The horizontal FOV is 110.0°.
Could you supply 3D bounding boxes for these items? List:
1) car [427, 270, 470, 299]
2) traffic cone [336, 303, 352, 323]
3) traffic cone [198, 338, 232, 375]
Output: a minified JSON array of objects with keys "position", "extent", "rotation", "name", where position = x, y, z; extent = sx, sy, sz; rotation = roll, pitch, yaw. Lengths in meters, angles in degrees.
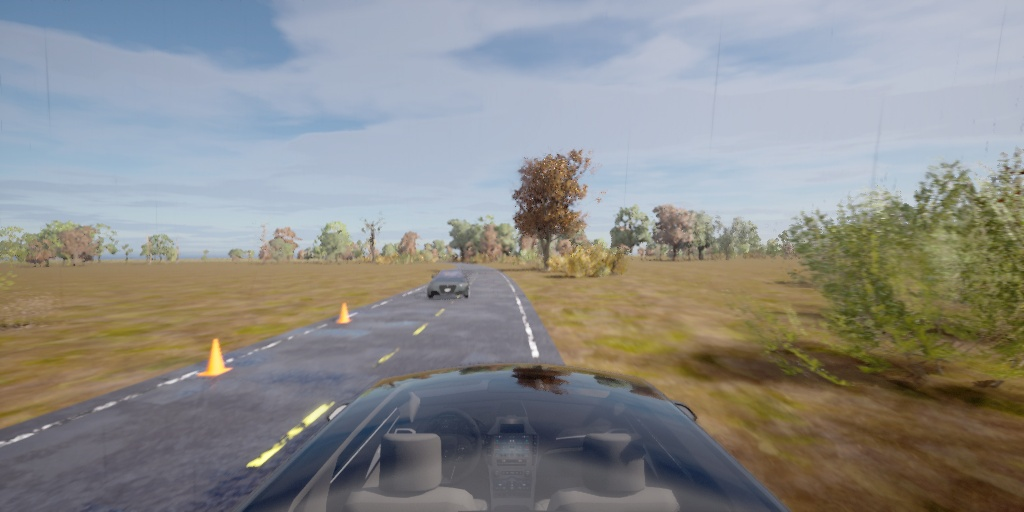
[{"position":[-3.211,1.411,18.810],"extent":[1.994,1.385,4.181],"rotation":[0,0,-6],"name":"car"},{"position":[-5.274,1.771,11.266],"extent":[0.340,0.580,0.340],"rotation":[0,0,-1],"name":"traffic cone"},{"position":[-5.205,1.745,6.294],"extent":[0.340,0.580,0.340],"rotation":[0,0,-1],"name":"traffic cone"}]
